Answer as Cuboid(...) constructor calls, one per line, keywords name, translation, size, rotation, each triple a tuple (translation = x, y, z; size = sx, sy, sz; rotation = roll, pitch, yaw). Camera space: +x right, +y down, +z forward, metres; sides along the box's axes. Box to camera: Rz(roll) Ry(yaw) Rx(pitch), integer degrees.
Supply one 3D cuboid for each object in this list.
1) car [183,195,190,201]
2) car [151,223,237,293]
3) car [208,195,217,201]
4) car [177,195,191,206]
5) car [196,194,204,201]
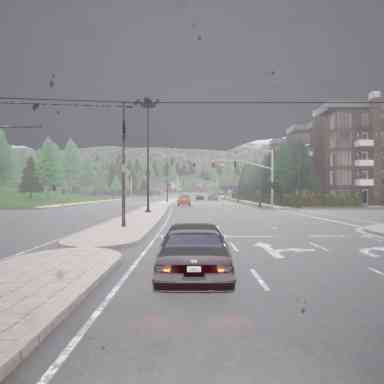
Cuboid(name="car", translation=(-1.457, 1.523, 85.546), size=(1.812, 1.442, 4.674), rotation=(0, 0, 0))
Cuboid(name="car", translation=(0.048, 1.547, 8.975), size=(2.033, 1.411, 5.357), rotation=(0, 0, 0))
Cuboid(name="car", translation=(5.543, 1.539, 85.587), size=(2.033, 1.411, 5.357), rotation=(0, 0, 0))
Cuboid(name="car", translation=(-1.317, 1.352, 54.721), size=(2.097, 1.767, 4.553), rotation=(0, 0, -1))
Cuboid(name="car", translation=(2.043, 1.477, 85.582), size=(1.882, 1.535, 5.008), rotation=(0, 0, 0))
